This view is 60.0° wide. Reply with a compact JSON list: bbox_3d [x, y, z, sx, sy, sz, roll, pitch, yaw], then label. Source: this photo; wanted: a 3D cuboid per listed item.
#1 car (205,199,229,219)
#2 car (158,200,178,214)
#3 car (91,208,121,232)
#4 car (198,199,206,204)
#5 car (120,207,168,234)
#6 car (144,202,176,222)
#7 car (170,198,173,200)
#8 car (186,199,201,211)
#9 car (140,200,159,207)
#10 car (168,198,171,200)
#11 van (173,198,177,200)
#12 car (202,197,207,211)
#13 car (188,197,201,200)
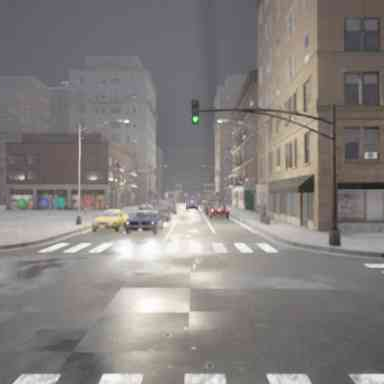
[{"bbox_3d":[2.646,1.846,33.792,1.967,1.590,4.097,0,-1,0],"label":"car"},{"bbox_3d":[-2.831,2.013,40.568,1.812,1.442,4.674,0,-1,0],"label":"car"},{"bbox_3d":[-5.382,1.793,22.301,1.752,1.417,4.829,0,-1,0],"label":"car"},{"bbox_3d":[2.661,2.655,90.406,1.947,1.339,4.313,0,-1,0],"label":"car"},{"bbox_3d":[-2.877,1.853,20.990,1.895,1.301,4.718,0,-1,1],"label":"car"},{"bbox_3d":[-2.848,1.917,30.727,2.033,1.411,5.357,0,-1,0],"label":"car"},{"bbox_3d":[-5.370,2.338,67.593,1.752,1.417,4.829,0,-1,0],"label":"car"},{"bbox_3d":[0.013,2.229,52.281,1.895,1.301,4.718,0,-1,0],"label":"car"},{"bbox_3d":[-5.378,2.025,39.455,2.008,1.369,4.403,0,-1,0],"label":"car"},{"bbox_3d":[-5.372,2.328,62.101,1.802,1.307,4.206,0,-1,0],"label":"car"},{"bbox_3d":[-5.366,2.361,84.749,1.690,1.788,3.998,0,-1,0],"label":"van"},{"bbox_3d":[2.647,1.789,39.455,2.192,1.841,5.009,0,-1,0],"label":"car"},{"bbox_3d":[0.016,1.974,62.587,2.150,2.045,5.566,0,-1,0],"label":"car"}]
